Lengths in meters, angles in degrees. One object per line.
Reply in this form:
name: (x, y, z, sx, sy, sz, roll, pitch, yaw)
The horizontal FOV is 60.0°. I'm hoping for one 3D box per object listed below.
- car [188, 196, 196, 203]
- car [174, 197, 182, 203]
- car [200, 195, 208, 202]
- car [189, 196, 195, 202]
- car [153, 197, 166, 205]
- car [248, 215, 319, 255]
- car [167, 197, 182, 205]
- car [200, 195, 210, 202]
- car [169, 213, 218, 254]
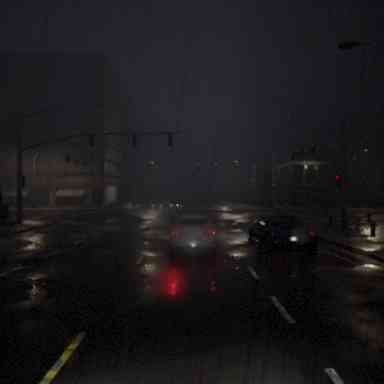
car: (-0.033, 1.922, 84.164, 2.128, 1.511, 4.902, 0, 0, 0)
car: (-3.533, 1.926, 84.469, 1.812, 1.442, 4.674, 0, 0, 0)
car: (3.463, 1.763, 93.248, 2.097, 1.767, 4.553, 0, 0, 0)
car: (-0.037, 1.942, 93.491, 1.812, 1.442, 4.674, 0, 0, 0)
car: (-7.027, 1.855, 68.877, 1.812, 1.442, 4.674, 0, 0, 0)
car: (3.565, 1.629, 13.651, 1.994, 1.385, 4.181, 0, 0, 0)
car: (-3.527, 1.871, 68.905, 2.033, 1.411, 5.357, 0, 0, 0)
car: (3.467, 1.953, 84.722, 1.994, 1.385, 4.181, 0, 0, 0)
car: (0.061, 1.593, 13.731, 1.812, 1.442, 4.674, 0, 0, 0)
